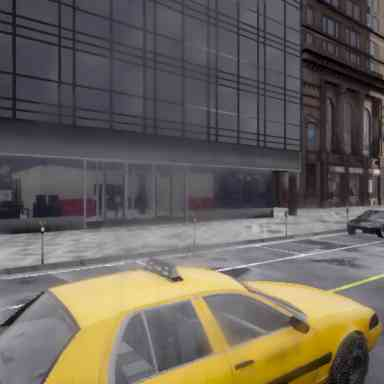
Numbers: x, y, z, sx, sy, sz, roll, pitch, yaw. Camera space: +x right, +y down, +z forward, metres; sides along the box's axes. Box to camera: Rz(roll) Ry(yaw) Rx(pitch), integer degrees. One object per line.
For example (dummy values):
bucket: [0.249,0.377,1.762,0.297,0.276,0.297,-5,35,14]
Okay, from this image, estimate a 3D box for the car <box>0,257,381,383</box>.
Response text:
car: [-0.057,1.455,3.392,5.366,1.575,1.801,0,0,-35]

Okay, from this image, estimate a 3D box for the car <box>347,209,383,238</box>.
car: [9.998,1.567,17.645,4.313,1.339,1.947,0,0,-36]
